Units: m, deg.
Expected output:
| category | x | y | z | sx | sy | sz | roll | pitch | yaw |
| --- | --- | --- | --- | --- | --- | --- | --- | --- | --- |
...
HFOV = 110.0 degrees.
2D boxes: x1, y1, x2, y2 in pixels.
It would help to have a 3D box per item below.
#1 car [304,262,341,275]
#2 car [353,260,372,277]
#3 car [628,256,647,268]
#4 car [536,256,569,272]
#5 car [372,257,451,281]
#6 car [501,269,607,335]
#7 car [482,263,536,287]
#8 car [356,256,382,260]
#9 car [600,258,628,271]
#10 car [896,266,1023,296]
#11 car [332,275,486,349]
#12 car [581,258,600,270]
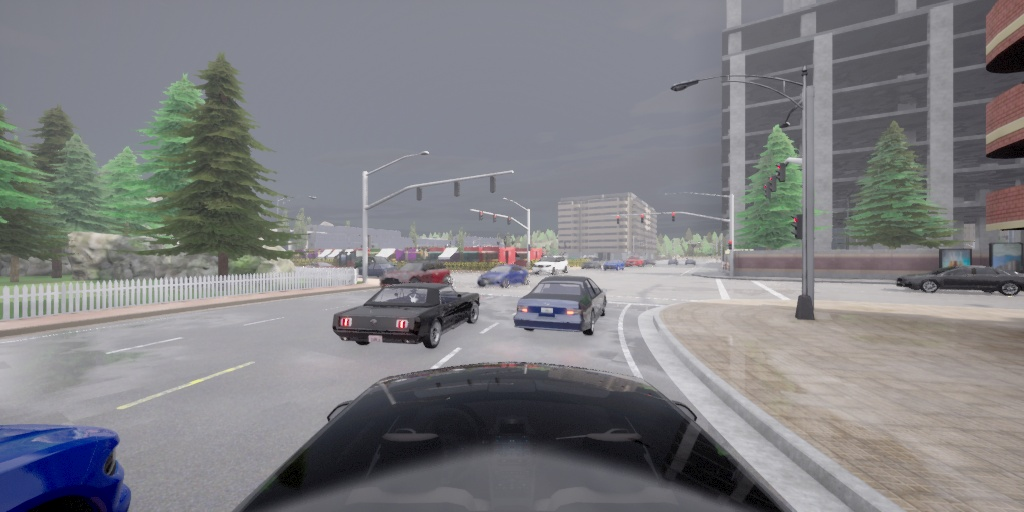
| category | x | y | z | sx | sy | sz | roll | pitch | yaw |
| --- | --- | --- | --- | --- | --- | --- | --- | --- | --- |
| car | -20.102 | 1.331 | 37.834 | 4.674 | 1.442 | 1.812 | 0 | 0 | 30 |
| car | -12.063 | 1.353 | 33.165 | 5.357 | 1.411 | 2.033 | 0 | 0 | 31 |
| car | 20.815 | 0.968 | 60.835 | 2.150 | 2.045 | 5.566 | 0 | 0 | 30 |
| car | 4.307 | 0.995 | 38.971 | 2.150 | 2.045 | 5.566 | 0 | 1 | 31 |
| car | -5.562 | 1.103 | 21.154 | 2.097 | 1.767 | 4.553 | 0 | 0 | 26 |
| car | 1.666 | 1.297 | 10.612 | 2.033 | 1.411 | 5.357 | 0 | 0 | 20 |
| car | -0.430 | 1.303 | 23.514 | 1.812 | 1.442 | 4.674 | 0 | 0 | 29 |
| car | -14.709 | 1.027 | 38.756 | 5.566 | 2.045 | 2.150 | 0 | 0 | 30 |
| car | 13.998 | 1.227 | 48.949 | 1.882 | 1.535 | 5.008 | 0 | 0 | 30 |
| car | 25.018 | 1.310 | 20.027 | 4.892 | 1.490 | 1.837 | 0 | 0 | 30 |
| car | -2.268 | 1.351 | 9.251 | 1.895 | 1.301 | 4.718 | 0 | 0 | 11 |
| car | 11.351 | 1.314 | 51.367 | 1.994 | 1.385 | 4.181 | 0 | 0 | 30 |
